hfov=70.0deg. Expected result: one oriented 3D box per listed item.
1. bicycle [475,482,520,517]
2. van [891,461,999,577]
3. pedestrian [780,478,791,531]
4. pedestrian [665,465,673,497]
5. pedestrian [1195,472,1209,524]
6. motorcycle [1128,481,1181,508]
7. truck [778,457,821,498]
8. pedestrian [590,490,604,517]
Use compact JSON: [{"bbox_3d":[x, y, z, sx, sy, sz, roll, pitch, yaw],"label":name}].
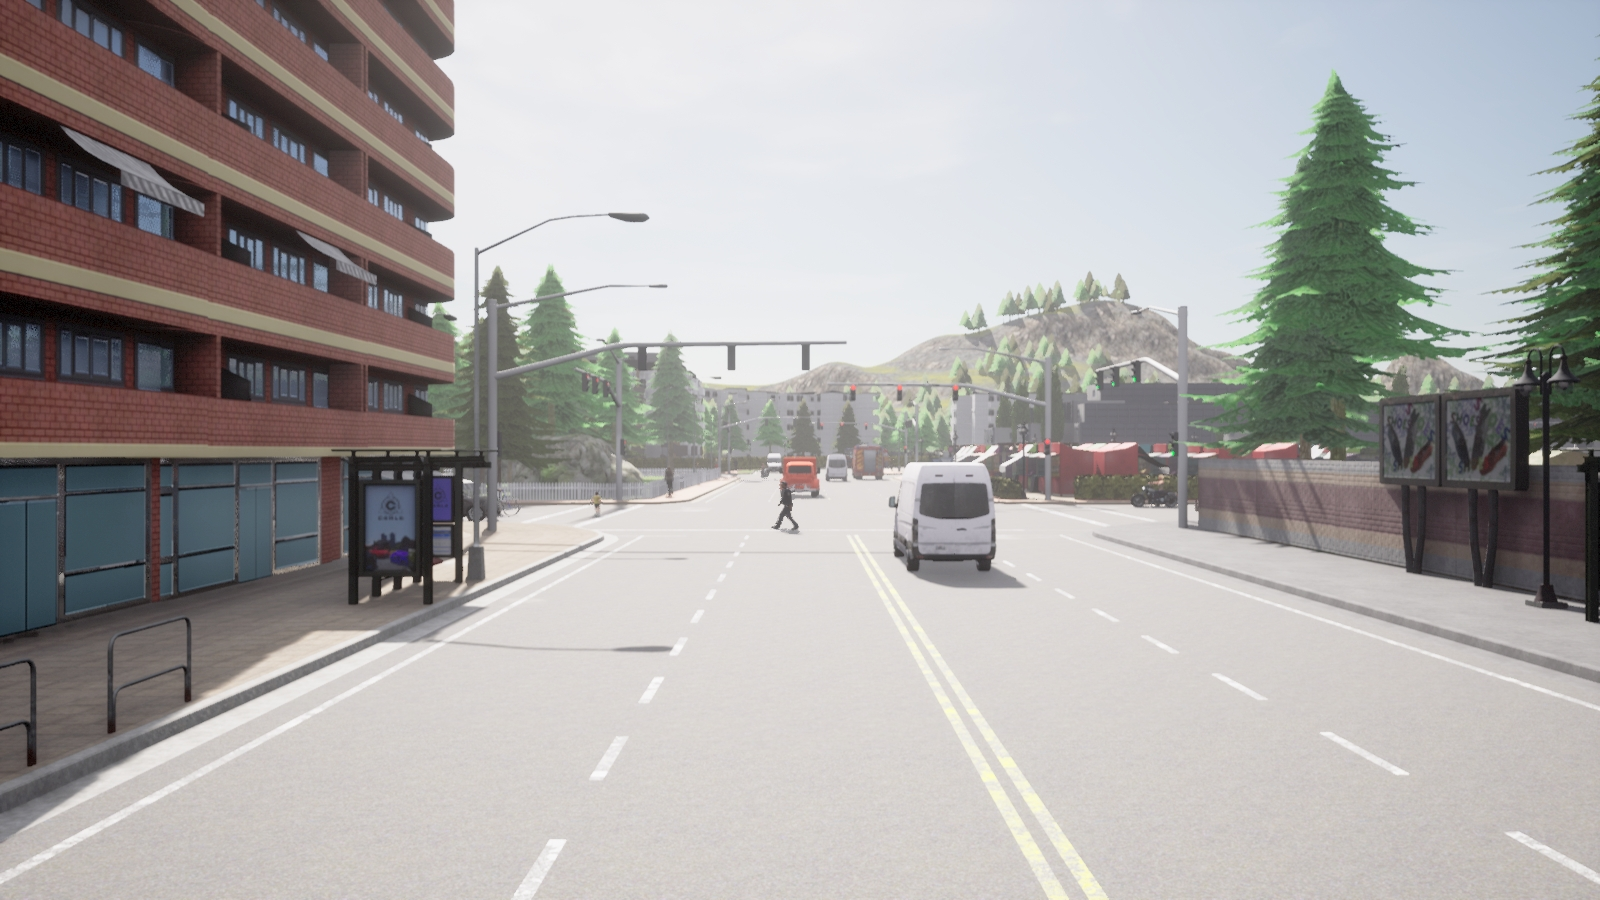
[{"bbox_3d":[-12.894,2.098,48.756,1.835,1.471,0.329,0,0,-8],"label":"bicycle"},{"bbox_3d":[3.505,1.591,28.722,1.988,2.561,5.915,0,0,0],"label":"van"},{"bbox_3d":[-0.518,1.919,40.347,0.375,1.860,0.375,0,0,-3],"label":"pedestrian"},{"bbox_3d":[-7.722,1.824,67.367,0.375,1.860,0.375,0,0,0],"label":"pedestrian"},{"bbox_3d":[14.437,1.719,41.018,0.375,1.860,0.375,0,0,-1],"label":"pedestrian"},{"bbox_3d":[17.582,2.207,56.690,2.356,1.307,0.764,0,0,0],"label":"motorcycle"},{"bbox_3d":[-0.006,1.701,72.545,2.627,2.467,5.204,0,0,0],"label":"truck"},{"bbox_3d":[-8.636,2.271,48.626,0.500,1.100,0.500,0,0,0],"label":"pedestrian"}]
